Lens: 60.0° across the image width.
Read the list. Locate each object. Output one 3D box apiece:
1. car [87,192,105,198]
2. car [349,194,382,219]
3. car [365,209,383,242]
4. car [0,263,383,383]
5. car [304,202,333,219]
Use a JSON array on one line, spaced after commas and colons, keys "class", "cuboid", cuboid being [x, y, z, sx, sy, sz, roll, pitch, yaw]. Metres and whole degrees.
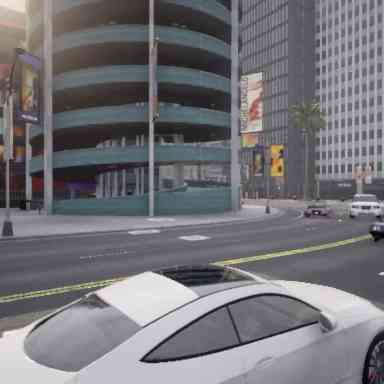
[{"class": "car", "cuboid": [-19.029, 0.979, 66.018, 2.435, 2.045, 5.566, 0, 0, -36]}, {"class": "car", "cuboid": [14.788, 1.215, 28.482, 2.150, 2.045, 5.566, 0, 0, 26]}, {"class": "car", "cuboid": [9.951, 1.596, 15.461, 1.895, 1.301, 4.718, 0, 0, 44]}, {"class": "car", "cuboid": [0.293, 1.524, 3.485, 4.674, 1.442, 1.812, 0, 0, -35]}, {"class": "car", "cuboid": [11.145, 1.551, 29.113, 1.994, 1.385, 4.181, 0, 0, 27]}]
